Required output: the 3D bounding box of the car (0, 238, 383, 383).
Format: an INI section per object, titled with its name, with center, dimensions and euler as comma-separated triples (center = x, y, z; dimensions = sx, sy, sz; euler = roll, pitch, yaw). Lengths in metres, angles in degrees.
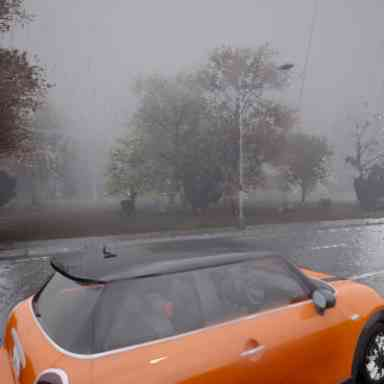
[car]
center = 0.380, 1.339, 3.806
dimensions = 4.553, 1.767, 2.097
euler = 0, 0, -34
